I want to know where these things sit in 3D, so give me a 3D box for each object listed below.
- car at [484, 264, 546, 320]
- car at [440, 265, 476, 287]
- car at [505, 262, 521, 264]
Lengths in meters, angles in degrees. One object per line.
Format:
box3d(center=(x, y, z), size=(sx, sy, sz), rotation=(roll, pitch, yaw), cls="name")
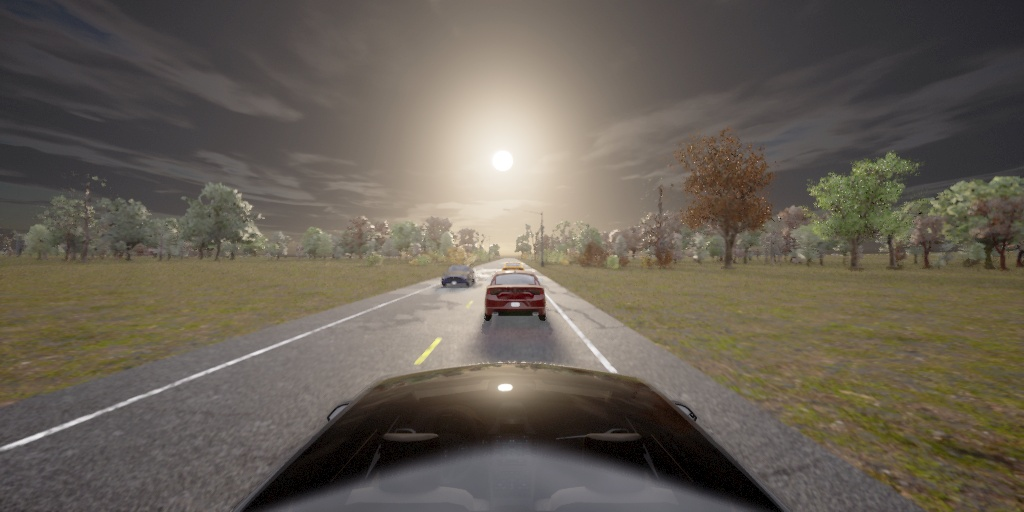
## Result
box3d(center=(0.098, 1.229, 12.679), size=(1.882, 1.535, 5.008), rotation=(0, 0, 0), cls="car")
box3d(center=(-3.604, 1.300, 24.991), size=(2.033, 1.411, 5.357), rotation=(0, 0, 0), cls="car")
box3d(center=(0.094, 1.230, 31.071), size=(1.882, 1.535, 5.008), rotation=(0, 0, 0), cls="car")
